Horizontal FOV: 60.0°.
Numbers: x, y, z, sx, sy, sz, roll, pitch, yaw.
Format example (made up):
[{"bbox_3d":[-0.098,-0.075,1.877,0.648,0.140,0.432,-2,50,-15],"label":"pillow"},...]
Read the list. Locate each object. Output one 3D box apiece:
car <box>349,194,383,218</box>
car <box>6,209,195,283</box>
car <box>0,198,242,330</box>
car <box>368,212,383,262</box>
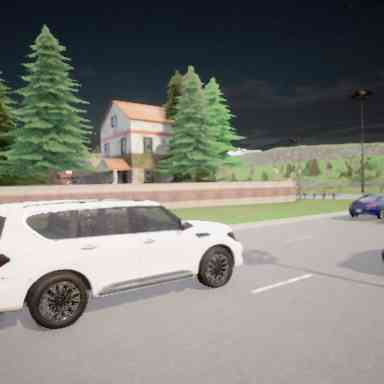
[{"bbox_3d":[11.657,0.874,20.910,4.674,1.442,1.812,-2,1,-36],"label":"car"},{"bbox_3d":[-2.667,1.439,10.494,5.357,1.411,2.033,-2,1,-36],"label":"car"},{"bbox_3d":[-1.490,1.143,7.067,5.566,2.045,2.150,-3,1,-35],"label":"car"},{"bbox_3d":[7.123,1.216,8.948,5.357,1.411,2.033,-2,1,-37],"label":"car"}]
